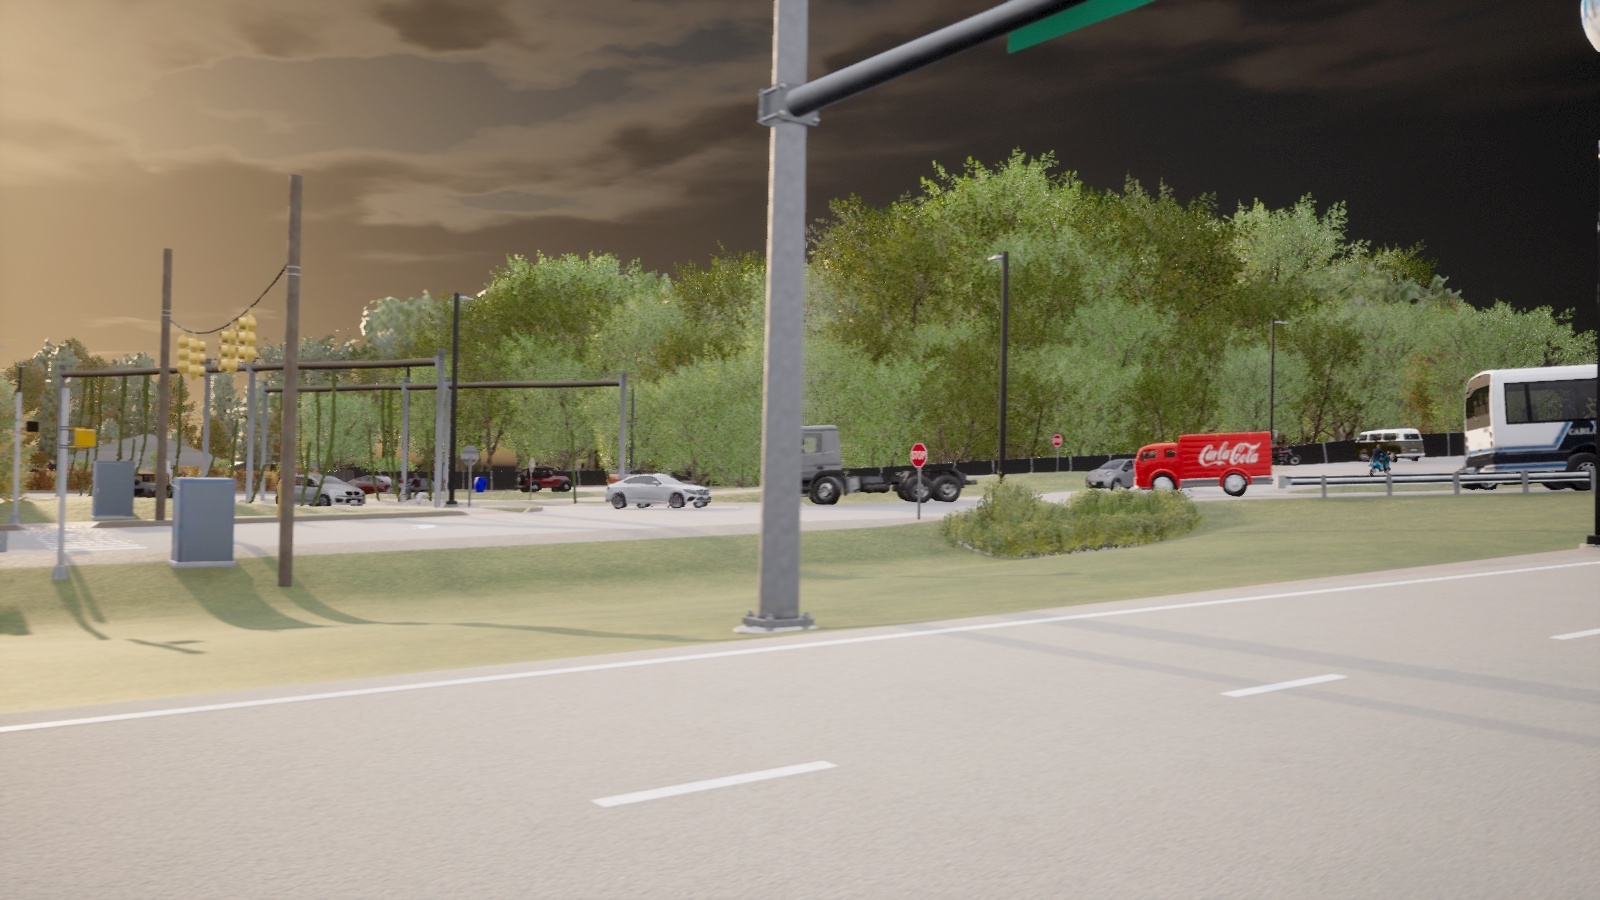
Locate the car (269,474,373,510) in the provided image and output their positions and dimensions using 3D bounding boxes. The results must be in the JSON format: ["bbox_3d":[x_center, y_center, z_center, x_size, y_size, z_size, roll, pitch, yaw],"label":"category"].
[{"bbox_3d":[-23.300,2.044,61.091,4.611,1.667,2.242,-1,-2,28],"label":"car"}]

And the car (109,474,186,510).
[{"bbox_3d":[-35.098,2.247,67.543,3.866,1.878,1.905,-1,-2,31],"label":"car"}]

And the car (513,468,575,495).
[{"bbox_3d":[-18.176,2.210,89.188,3.866,1.878,1.905,0,0,-34],"label":"car"}]

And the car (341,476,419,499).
[{"bbox_3d":[-29.743,2.652,88.944,4.792,1.488,2.163,-2,-1,16],"label":"car"}]

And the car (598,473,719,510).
[{"bbox_3d":[-5.763,1.697,50.989,4.674,1.442,1.812,-2,-2,29],"label":"car"}]

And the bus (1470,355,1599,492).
[{"bbox_3d":[28.880,-0.979,42.226,10.273,4.253,3.944,-3,-4,12],"label":"bus"}]

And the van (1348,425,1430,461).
[{"bbox_3d":[36.156,-0.402,77.199,2.069,2.038,4.480,-2,0,-15],"label":"van"}]

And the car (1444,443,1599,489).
[{"bbox_3d":[26.808,0.590,46.463,4.792,1.488,2.163,-2,-1,9],"label":"car"}]

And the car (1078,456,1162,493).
[{"bbox_3d":[15.063,1.131,59.019,3.633,1.501,1.845,-3,1,-35],"label":"car"}]

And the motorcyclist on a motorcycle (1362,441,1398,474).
[{"bbox_3d":[29.986,0.360,64.920,1.817,1.590,0.866,-4,2,-34],"label":"motorcyclist on a motorcycle"}]

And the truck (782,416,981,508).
[{"bbox_3d":[3.362,0.531,53.169,7.936,3.462,2.891,-2,-3,-4],"label":"truck"}]

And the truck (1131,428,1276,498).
[{"bbox_3d":[15.912,0.562,49.574,5.204,2.467,2.627,-3,-2,20],"label":"truck"}]

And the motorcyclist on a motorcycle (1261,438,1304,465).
[{"bbox_3d":[30.454,0.088,79.261,2.350,1.649,0.766,-3,-2,42],"label":"motorcyclist on a motorcycle"}]
